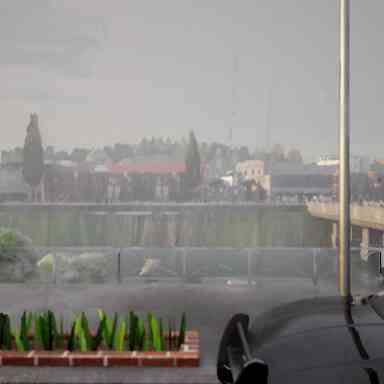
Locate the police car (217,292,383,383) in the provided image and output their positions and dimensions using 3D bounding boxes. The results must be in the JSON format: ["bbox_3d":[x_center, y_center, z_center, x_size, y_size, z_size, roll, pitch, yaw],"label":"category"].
[{"bbox_3d":[2.861,1.375,2.851,5.238,1.638,1.930,0,4,0],"label":"police car"}]
